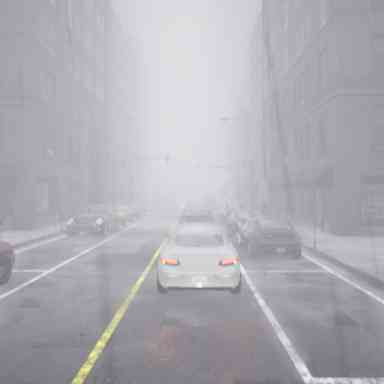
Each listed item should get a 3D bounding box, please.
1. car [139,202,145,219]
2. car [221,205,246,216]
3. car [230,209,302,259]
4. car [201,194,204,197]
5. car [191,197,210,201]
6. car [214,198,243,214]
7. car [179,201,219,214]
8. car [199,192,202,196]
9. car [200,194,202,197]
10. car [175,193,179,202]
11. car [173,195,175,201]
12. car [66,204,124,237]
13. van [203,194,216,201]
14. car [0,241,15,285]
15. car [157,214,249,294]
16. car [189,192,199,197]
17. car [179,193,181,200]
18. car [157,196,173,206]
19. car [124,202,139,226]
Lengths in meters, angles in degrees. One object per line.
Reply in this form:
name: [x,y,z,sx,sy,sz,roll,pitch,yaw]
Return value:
car: [-5.116,1.555,28.961,2.008,1.369,4.403,0,0,1]
car: [2.799,1.585,17.852,1.802,1.307,4.206,0,0,1]
car: [2.744,1.553,12.334,2.008,1.369,4.403,0,0,1]
car: [3.293,1.591,67.331,1.802,1.307,4.206,0,0,1]
car: [0.267,1.482,28.436,1.882,1.535,5.008,0,0,0]
car: [2.854,1.444,23.371,1.967,1.590,4.097,0,0,1]
car: [0.274,1.481,18.661,1.882,1.535,5.008,0,0,1]
car: [3.463,1.318,84.375,2.192,1.841,5.009,0,0,1]
car: [3.406,1.588,78.694,1.802,1.307,4.206,0,0,1]
car: [-4.621,1.532,78.598,1.752,1.417,4.829,0,0,1]
car: [-4.789,1.553,61.722,1.887,1.381,4.507,0,0,1]
car: [-5.226,1.443,17.925,1.967,1.590,4.097,0,0,1]
van: [3.179,1.349,55.970,1.690,1.788,3.998,0,0,1]
car: [-5.336,1.583,6.888,1.802,1.307,4.206,0,0,1]
car: [0.171,1.527,8.702,1.812,1.442,4.674,0,0,1]
car: [0.842,1.353,86.094,2.097,1.767,4.553,0,0,1]
car: [-4.562,1.569,84.449,1.947,1.339,4.313,0,0,1]
car: [-4.846,1.558,56.041,2.008,1.369,4.403,0,0,1]
car: [-5.172,1.529,23.273,1.752,1.417,4.829,0,0,1]
